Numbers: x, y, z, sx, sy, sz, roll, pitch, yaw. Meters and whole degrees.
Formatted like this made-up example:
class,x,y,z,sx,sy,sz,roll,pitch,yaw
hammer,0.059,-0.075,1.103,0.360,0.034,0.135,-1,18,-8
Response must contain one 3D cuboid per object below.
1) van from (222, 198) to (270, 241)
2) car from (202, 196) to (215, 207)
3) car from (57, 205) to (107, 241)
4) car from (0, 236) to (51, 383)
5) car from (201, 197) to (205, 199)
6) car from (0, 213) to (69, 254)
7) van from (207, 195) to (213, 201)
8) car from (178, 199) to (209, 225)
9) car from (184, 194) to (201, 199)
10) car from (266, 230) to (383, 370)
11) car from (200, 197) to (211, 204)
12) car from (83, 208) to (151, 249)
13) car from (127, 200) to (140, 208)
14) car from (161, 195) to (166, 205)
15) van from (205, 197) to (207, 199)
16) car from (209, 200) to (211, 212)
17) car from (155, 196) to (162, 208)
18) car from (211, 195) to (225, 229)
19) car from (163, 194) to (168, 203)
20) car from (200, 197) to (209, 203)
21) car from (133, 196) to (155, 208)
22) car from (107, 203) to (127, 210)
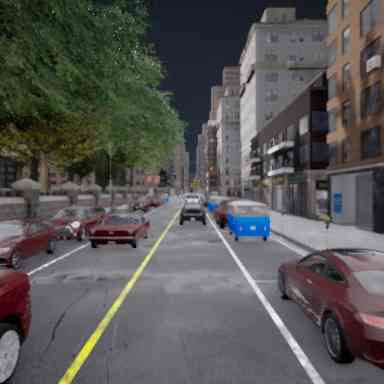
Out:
class,x,y,z,sx,sy,sz,roll,pitch,yaw
van,2.666,1.358,16.398,1.690,1.788,3.998,0,0,0
car,2.656,1.492,54.256,1.967,1.590,4.097,0,0,0
car,-5.860,1.457,16.408,1.967,1.590,4.097,0,0,0
car,-3.093,1.481,2.448,1.882,1.535,5.008,0,1,0
car,2.659,1.358,43.440,2.192,1.841,5.009,0,0,0
car,-5.859,1.593,11.001,1.802,1.307,4.206,0,0,0
van,2.661,1.374,32.623,1.690,1.788,3.998,0,0,0
car,0.070,1.531,24.447,1.837,1.490,4.892,0,0,0
car,0.087,1.265,43.739,2.150,2.045,5.566,0,0,0
car,2.667,1.588,5.581,1.802,1.307,4.206,0,0,0
car,2.653,1.606,65.072,1.887,1.381,4.507,0,0,0
car,-3.031,1.616,14.785,1.895,1.301,4.718,0,0,1
car,-5.863,1.578,27.223,2.008,1.369,4.403,0,0,0
car,-5.869,1.603,54.259,2.008,1.369,4.403,0,0,0
van,2.660,1.379,38.030,1.690,1.788,3.998,0,0,0
car,2.662,1.594,27.214,1.947,1.339,4.313,0,0,0
car,-5.868,1.592,48.852,1.887,1.381,4.507,0,0,0
car,2.664,1.337,21.806,2.192,1.841,5.009,0,0,0
car,-5.871,1.497,59.667,1.967,1.590,4.097,0,0,0
car,2.654,1.647,70.547,1.802,1.307,4.206,0,0,2
car,-5.865,1.353,38.037,2.192,1.841,5.009,0,0,0
car,-5.862,1.567,21.815,1.887,1.381,4.507,0,0,0
